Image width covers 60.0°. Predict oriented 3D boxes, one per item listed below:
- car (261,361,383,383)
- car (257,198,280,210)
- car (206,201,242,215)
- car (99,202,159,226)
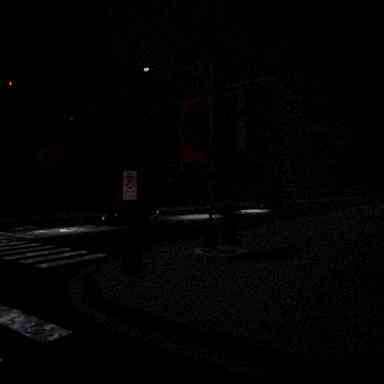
[{"bbox_3d":[2.175,1.551,1.294,4.403,1.369,2.008,0,0,36],"label":"car"},{"bbox_3d":[10.503,1.568,45.380,2.128,1.511,4.902,0,0,36],"label":"car"},{"bbox_3d":[3.469,1.649,35.485,1.895,1.301,4.718,0,0,35],"label":"car"},{"bbox_3d":[-4.507,1.514,24.198,2.128,1.511,4.902,0,0,35],"label":"car"}]
